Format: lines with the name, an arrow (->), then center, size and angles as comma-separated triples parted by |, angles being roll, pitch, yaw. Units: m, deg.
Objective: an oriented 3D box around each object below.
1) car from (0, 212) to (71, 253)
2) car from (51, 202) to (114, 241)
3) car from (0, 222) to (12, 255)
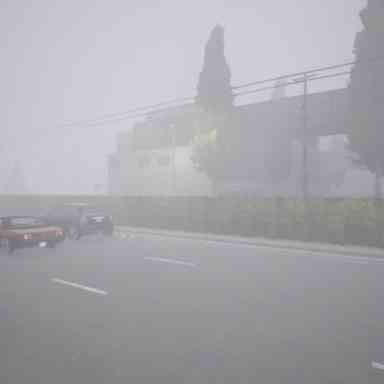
car -> -7.224, 1.602, 13.400 | 4.718, 1.301, 1.895 | 0, 0, 36
car -> -6.099, 1.352, 16.904 | 4.553, 1.767, 2.097 | 0, 0, 36
car -> -7.409, 1.548, 9.213 | 5.357, 1.411, 2.033 | 0, 0, 36
